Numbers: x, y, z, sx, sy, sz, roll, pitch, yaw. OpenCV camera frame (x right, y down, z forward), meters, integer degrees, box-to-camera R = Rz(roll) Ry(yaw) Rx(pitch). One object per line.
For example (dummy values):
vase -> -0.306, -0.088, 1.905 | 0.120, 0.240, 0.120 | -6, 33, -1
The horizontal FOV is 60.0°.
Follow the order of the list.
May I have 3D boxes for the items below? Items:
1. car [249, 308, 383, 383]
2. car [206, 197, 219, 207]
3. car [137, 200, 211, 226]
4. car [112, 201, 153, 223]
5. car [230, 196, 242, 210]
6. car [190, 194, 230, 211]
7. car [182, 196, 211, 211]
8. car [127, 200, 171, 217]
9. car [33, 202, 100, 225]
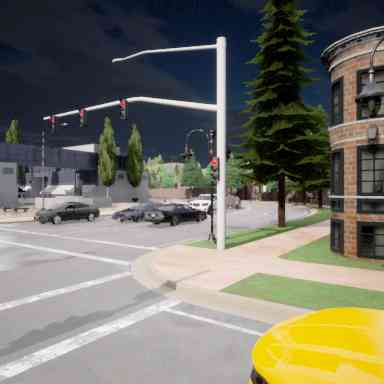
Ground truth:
car -> 2.768, 1.478, 1.994 | 5.008, 1.535, 1.882 | 0, 0, 36
car -> 3.243, 1.526, 51.050 | 1.812, 1.442, 4.674 | 0, 0, 6
car -> -1.041, 1.547, 23.269 | 2.033, 1.411, 5.357 | 0, 0, 35
car -> -3.697, 1.547, 25.974 | 2.033, 1.411, 5.357 | 0, 0, 35
car -> 5.289, 1.352, 43.744 | 2.097, 1.767, 4.553 | 0, 0, 14
car -> 1.676, 1.222, 34.474 | 2.150, 2.045, 5.566 | 0, 0, 28
car -> 0.632, 1.352, 40.685 | 2.097, 1.767, 4.553 | 0, 0, 20
car -> -4.072, 1.564, 31.806 | 1.994, 1.385, 4.181 | 0, 0, 31
car -> -9.081, 1.505, 24.431 | 1.837, 1.490, 4.892 | 0, 0, 35
